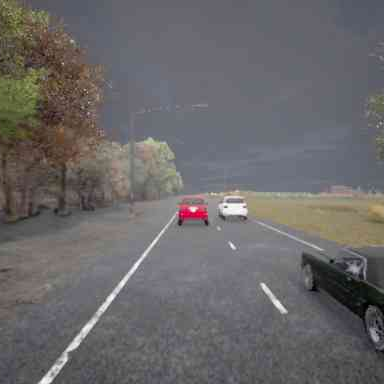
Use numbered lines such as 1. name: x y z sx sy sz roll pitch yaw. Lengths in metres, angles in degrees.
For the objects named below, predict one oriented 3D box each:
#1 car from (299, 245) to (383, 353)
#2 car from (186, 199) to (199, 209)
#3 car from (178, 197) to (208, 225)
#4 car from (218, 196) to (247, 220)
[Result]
1. car: 3.544 1.640 6.123 1.895 1.301 4.718 0 0 1
2. car: 0.084 1.866 52.995 1.994 1.385 4.181 0 0 0
3. car: 0.093 1.378 25.745 2.150 2.045 5.566 0 0 0
4. car: 3.589 1.403 30.137 2.150 2.045 5.566 0 0 0
